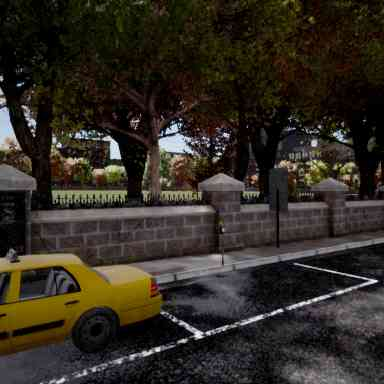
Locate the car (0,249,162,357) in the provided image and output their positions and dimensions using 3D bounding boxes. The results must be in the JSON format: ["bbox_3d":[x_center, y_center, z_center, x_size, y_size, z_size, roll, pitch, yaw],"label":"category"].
[{"bbox_3d":[-2.768,1.525,4.585,4.829,1.417,1.752,0,0,-35],"label":"car"}]
